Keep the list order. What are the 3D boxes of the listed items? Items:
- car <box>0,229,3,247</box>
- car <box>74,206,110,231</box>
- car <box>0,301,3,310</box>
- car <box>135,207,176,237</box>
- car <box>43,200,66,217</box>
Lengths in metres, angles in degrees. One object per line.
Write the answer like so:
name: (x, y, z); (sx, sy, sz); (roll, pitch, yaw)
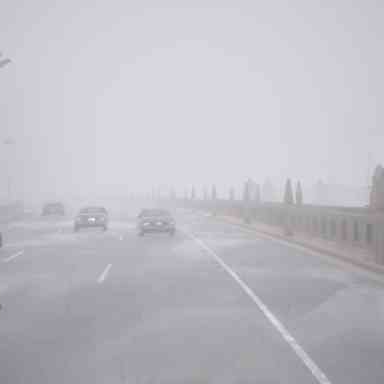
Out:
car: (-7.950, 1.369, 10.595); (2.097, 1.767, 4.553); (0, 0, -7)
car: (-6.173, 1.560, 20.743); (2.033, 1.411, 5.357); (0, 0, -13)
car: (-3.675, 1.609, 2.845); (1.895, 1.301, 4.718); (0, 0, -3)
car: (-2.064, 1.551, 18.248); (2.033, 1.411, 5.357); (0, 0, -12)
car: (-13.292, 1.518, 32.139); (2.128, 1.511, 4.902); (0, 0, -20)
